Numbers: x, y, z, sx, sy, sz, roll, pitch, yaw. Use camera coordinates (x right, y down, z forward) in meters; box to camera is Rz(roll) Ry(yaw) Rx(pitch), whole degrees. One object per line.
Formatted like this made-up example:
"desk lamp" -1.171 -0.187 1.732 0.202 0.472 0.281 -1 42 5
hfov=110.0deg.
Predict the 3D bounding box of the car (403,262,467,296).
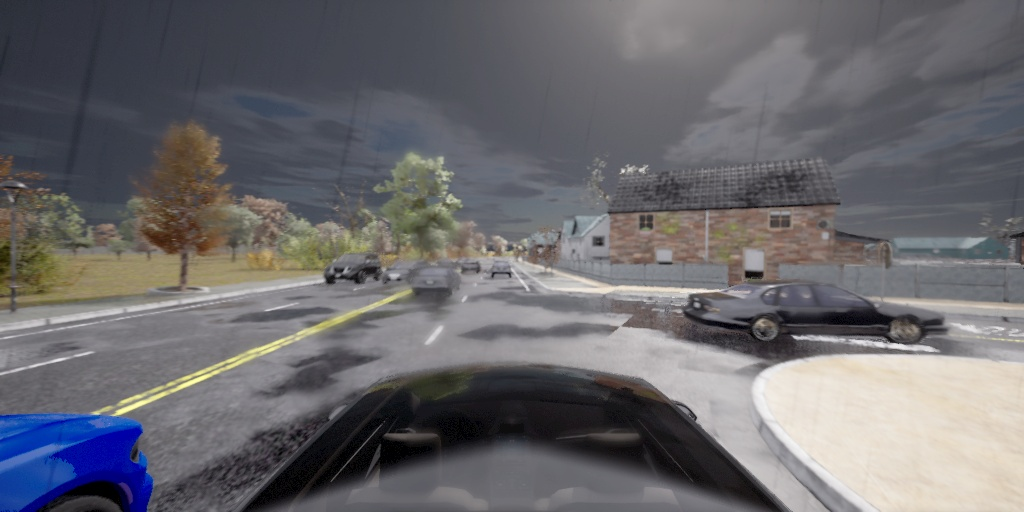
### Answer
"car" -3.746 1.217 18.532 2.033 1.411 5.357 0 0 -2

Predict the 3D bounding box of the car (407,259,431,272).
"car" -11.249 1.091 43.545 1.994 1.385 4.181 0 0 -2

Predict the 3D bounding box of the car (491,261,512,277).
"car" -0.992 1.189 33.817 2.033 1.411 5.357 0 0 -2

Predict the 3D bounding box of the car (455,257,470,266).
"car" -8.530 0.976 62.432 2.128 1.511 4.902 0 0 -2

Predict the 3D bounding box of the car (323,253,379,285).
"car" -10.642 0.819 24.505 2.150 2.045 5.566 0 0 -2

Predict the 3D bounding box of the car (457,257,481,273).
"car" -4.428 1.086 39.446 2.128 1.511 4.902 0 0 -2

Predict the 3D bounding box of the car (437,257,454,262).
"car" -8.029 1.111 44.627 1.994 1.385 4.181 0 0 -2

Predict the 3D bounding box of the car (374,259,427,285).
"car" -7.397 1.113 24.650 2.128 1.511 4.902 0 0 -2

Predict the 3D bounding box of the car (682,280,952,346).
"car" 7.356 1.325 9.145 5.357 1.411 2.033 0 1 6

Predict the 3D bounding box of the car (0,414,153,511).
"car" -3.165 1.207 0.167 1.882 1.535 5.008 0 0 -2
